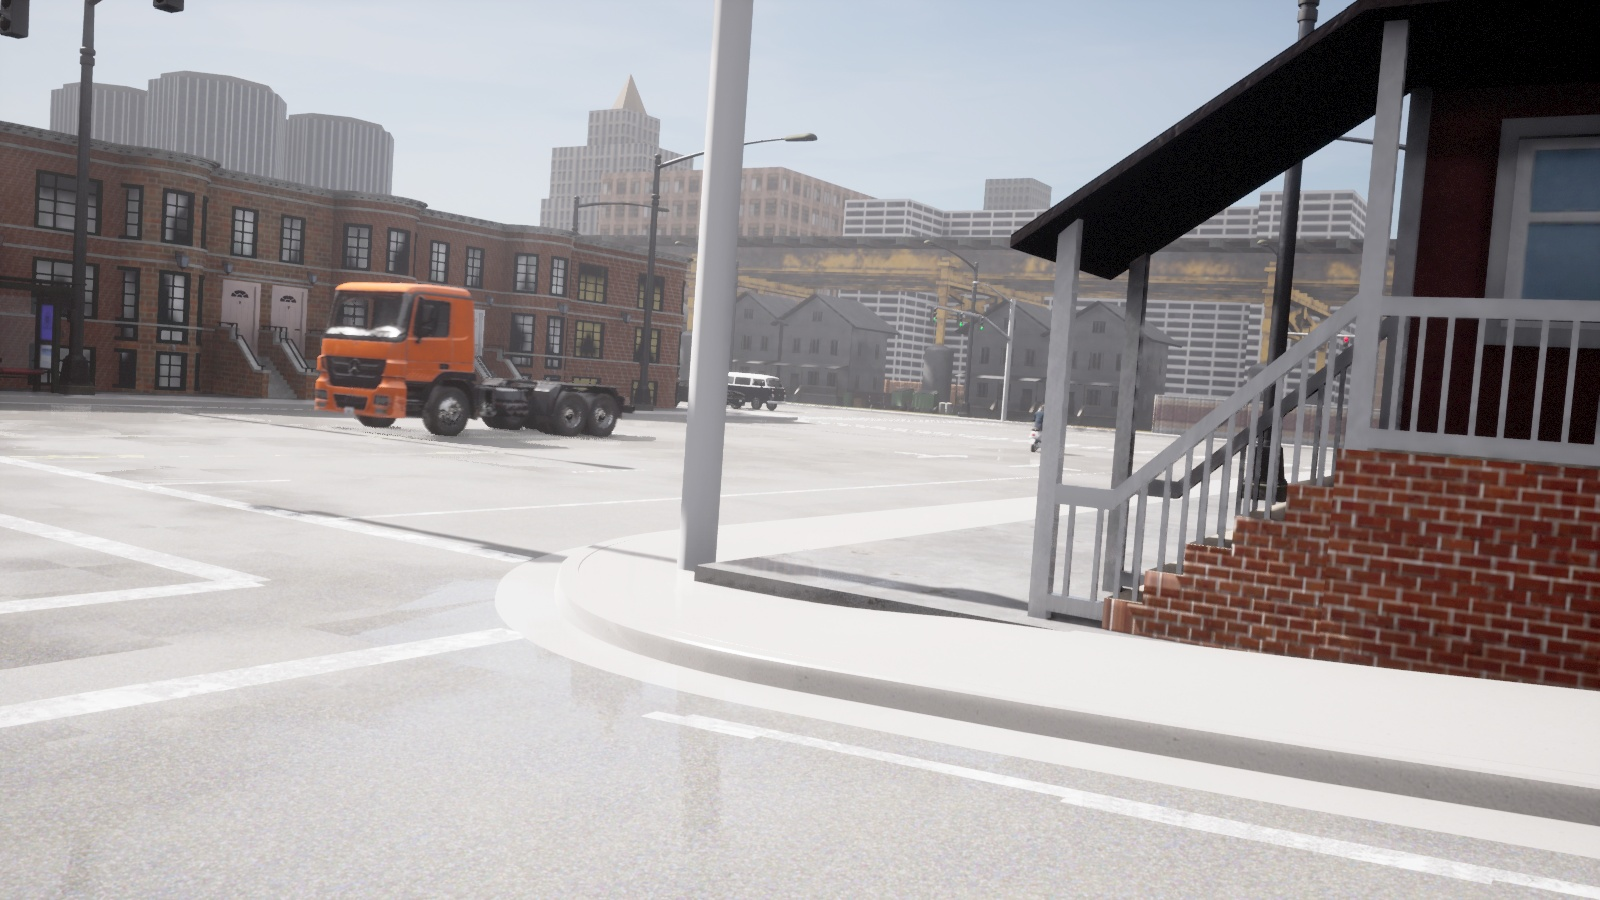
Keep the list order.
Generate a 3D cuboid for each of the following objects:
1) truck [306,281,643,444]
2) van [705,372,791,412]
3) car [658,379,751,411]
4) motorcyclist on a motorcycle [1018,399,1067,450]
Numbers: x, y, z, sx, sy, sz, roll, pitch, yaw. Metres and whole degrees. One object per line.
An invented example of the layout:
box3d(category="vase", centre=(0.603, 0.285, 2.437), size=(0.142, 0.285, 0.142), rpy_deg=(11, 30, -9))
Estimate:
box3d(category="truck", centre=(-7.635, -2.017, 30.726), size=(2.891, 3.462, 7.936), rpy_deg=(5, 4, 34))
box3d(category="van", centre=(-3.027, -3.350, 72.558), size=(4.480, 2.038, 2.069), rpy_deg=(5, 4, 34))
box3d(category="car", centre=(-5.350, -3.072, 69.899), size=(5.008, 1.535, 1.882), rpy_deg=(5, 4, 34))
box3d(category="motorcyclist on a motorcycle", centre=(8.081, -0.859, 41.780), size=(0.866, 1.590, 1.817), rpy_deg=(5, 5, 34))
